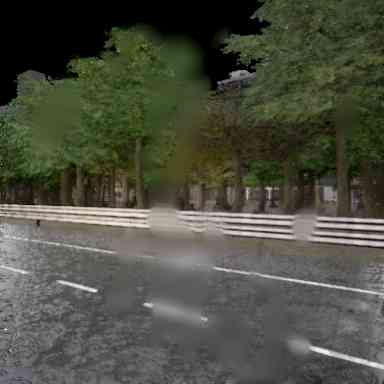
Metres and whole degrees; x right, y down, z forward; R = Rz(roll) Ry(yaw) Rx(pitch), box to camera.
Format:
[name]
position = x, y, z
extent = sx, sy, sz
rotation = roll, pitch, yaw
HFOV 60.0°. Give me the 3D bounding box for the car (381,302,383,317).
[car]
position = 5.531, 1.548, 4.222
extent = 5.357, 1.411, 2.033
rotation = 0, 0, 35
